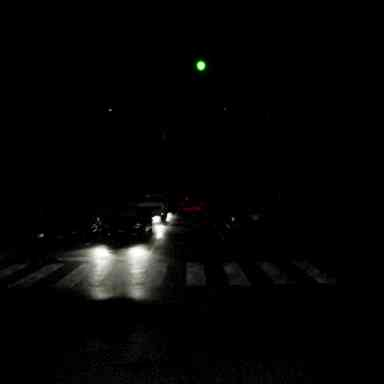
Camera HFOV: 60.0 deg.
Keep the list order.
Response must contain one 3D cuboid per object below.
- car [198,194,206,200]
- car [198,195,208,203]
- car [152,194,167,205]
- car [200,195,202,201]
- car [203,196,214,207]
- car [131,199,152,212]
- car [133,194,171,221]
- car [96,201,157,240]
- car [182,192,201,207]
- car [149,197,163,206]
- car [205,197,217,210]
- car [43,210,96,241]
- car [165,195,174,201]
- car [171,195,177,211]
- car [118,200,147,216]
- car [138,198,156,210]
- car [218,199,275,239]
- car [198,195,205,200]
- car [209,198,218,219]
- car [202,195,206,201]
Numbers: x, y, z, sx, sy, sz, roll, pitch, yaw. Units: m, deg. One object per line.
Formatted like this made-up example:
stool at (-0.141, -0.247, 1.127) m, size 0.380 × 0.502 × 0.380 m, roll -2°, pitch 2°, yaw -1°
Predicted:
car at (2.635, 1.380, 87.785) m, size 1.752 × 1.417 × 4.829 m, roll -1°, pitch 0°, yaw 0°
car at (2.254, 1.375, 67.335) m, size 1.837 × 1.490 × 4.892 m, roll -1°, pitch 0°, yaw 0°
car at (-5.855, 1.274, 60.315) m, size 2.192 × 1.841 × 5.009 m, roll -1°, pitch 0°, yaw 0°
car at (2.686, 1.324, 49.419) m, size 1.967 × 1.590 × 4.097 m, roll -1°, pitch 0°, yaw 0°
car at (2.702, 1.446, 38.506) m, size 2.008 × 1.369 × 4.403 m, roll -1°, pitch 0°, yaw 0°
car at (-5.823, 1.564, 38.487) m, size 1.802 × 1.307 × 4.206 m, roll -1°, pitch 0°, yaw 0°
car at (-3.147, 1.189, 27.143) m, size 2.150 × 2.045 × 5.566 m, roll -1°, pitch 0°, yaw -1°
car at (-3.133, 1.456, 17.077) m, size 1.882 × 1.535 × 5.008 m, roll -1°, pitch 0°, yaw 0°
car at (0.020, 1.131, 50.867) m, size 2.150 × 2.045 × 5.566 m, roll -1°, pitch 0°, yaw 0°
car at (-5.845, 1.546, 54.859) m, size 1.802 × 1.307 × 4.206 m, roll -1°, pitch 0°, yaw 0°
car at (2.709, 1.452, 33.049) m, size 2.008 × 1.369 × 4.403 m, roll -1°, pitch 0°, yaw 0°
car at (-5.793, 1.572, 16.660) m, size 1.947 × 1.339 × 4.313 m, roll -1°, pitch 0°, yaw 0°
car at (-5.890, 1.492, 87.601) m, size 2.008 × 1.369 × 4.403 m, roll -1°, pitch 0°, yaw 0°
car at (-3.149, 1.447, 37.588) m, size 2.128 × 1.511 × 4.902 m, roll -1°, pitch 0°, yaw 0°
car at (-5.816, 1.538, 33.030) m, size 2.008 × 1.369 × 4.403 m, roll -1°, pitch 0°, yaw 0°
car at (-5.830, 1.558, 43.945) m, size 1.802 × 1.307 × 4.206 m, roll -1°, pitch 0°, yaw 0°
car at (2.729, 1.235, 16.680) m, size 2.192 × 1.841 × 5.009 m, roll -1°, pitch 0°, yaw 0°
car at (2.628, 1.418, 93.071) m, size 1.947 × 1.339 × 4.313 m, roll -1°, pitch 0°, yaw 0°
car at (2.717, 1.473, 27.593) m, size 1.947 × 1.339 × 4.313 m, roll -1°, pitch 0°, yaw 0°
car at (2.693, 1.330, 43.962) m, size 1.967 × 1.590 × 4.097 m, roll -1°, pitch 0°, yaw 0°
